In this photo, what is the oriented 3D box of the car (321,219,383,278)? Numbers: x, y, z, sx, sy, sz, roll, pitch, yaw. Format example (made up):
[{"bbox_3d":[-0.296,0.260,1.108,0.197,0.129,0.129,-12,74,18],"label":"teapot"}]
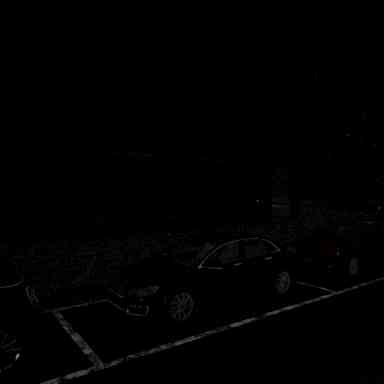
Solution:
[{"bbox_3d":[4.889,1.545,10.139,4.507,1.381,1.887,0,0,-36],"label":"car"}]

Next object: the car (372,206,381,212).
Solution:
[{"bbox_3d":[9.331,1.441,13.309,4.097,1.590,1.967,0,0,-36],"label":"car"}]

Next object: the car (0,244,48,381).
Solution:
[{"bbox_3d":[-3.995,1.440,3.800,4.097,1.590,1.967,0,0,-36],"label":"car"}]

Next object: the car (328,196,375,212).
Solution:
[{"bbox_3d":[16.041,1.171,33.028,2.128,1.511,4.902,0,1,-36],"label":"car"}]

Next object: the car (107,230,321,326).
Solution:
[{"bbox_3d":[0.447,1.551,6.970,4.403,1.369,2.008,0,0,-36],"label":"car"}]
